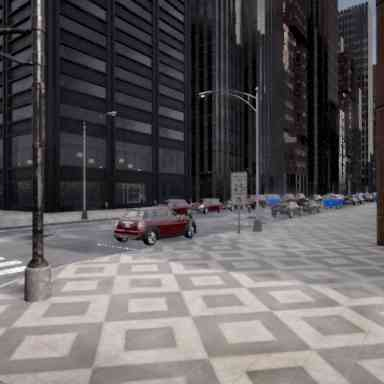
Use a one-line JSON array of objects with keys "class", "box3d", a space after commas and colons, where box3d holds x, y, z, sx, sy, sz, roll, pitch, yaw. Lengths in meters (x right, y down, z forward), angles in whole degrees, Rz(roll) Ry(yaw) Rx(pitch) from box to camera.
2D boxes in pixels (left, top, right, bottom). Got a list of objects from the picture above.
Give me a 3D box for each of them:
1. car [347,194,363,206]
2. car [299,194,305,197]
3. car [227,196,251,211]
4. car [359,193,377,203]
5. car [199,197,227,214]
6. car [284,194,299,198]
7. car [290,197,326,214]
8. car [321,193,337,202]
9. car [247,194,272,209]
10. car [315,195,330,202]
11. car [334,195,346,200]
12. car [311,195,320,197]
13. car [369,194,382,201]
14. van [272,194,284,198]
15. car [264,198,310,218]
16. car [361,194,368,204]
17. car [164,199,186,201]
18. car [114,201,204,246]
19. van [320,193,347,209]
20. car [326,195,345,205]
[{"class": "car", "box3d": [24.695, 1.418, 51.658, 1.947, 1.339, 4.313, 0, 0, 36]}, {"class": "car", "box3d": [17.764, 1.196, 56.623, 2.192, 1.841, 5.009, 0, 0, 36]}, {"class": "car", "box3d": [4.662, 1.477, 38.410, 2.008, 1.369, 4.403, 0, 0, 36]}, {"class": "car", "box3d": [34.522, 1.369, 65.318, 1.887, 1.381, 4.507, 0, 0, 36]}, {"class": "car", "box3d": [1.386, 1.379, 33.856, 1.967, 1.590, 4.097, 0, 0, 36]}, {"class": "car", "box3d": [14.489, 1.207, 52.070, 2.192, 1.841, 5.009, 0, 0, 36]}, {"class": "car", "box3d": [11.593, 1.464, 33.445, 1.947, 1.339, 4.313, 0, 0, 36]}, {"class": "car", "box3d": [30.868, 1.159, 74.838, 2.192, 1.841, 5.009, 0, 0, 36]}, {"class": "car", "box3d": [7.937, 1.229, 42.963, 2.192, 1.841, 5.009, 0, 0, 36]}, {"class": "car", "box3d": [27.593, 1.404, 70.284, 2.008, 1.369, 4.403, 0, 0, 36]}, {"class": "car", "box3d": [37.421, 1.394, 83.945, 1.947, 1.339, 4.313, 0, 0, 36]}, {"class": "car", "box3d": [24.317, 1.302, 65.731, 1.967, 1.590, 4.097, 0, 0, 36]}, {"class": "car", "box3d": [41.073, 1.247, 74.424, 1.967, 1.590, 4.097, 0, 0, 36]}, {"class": "van", "box3d": [11.213, 1.244, 47.516, 1.690, 1.788, 3.998, 0, 0, 36]}, {"class": "car", "box3d": [8.317, 1.461, 28.892, 2.008, 1.369, 4.403, 0, 0, 36]}, {"class": "car", "box3d": [27.971, 1.408, 56.212, 1.947, 1.339, 4.313, 0, 0, 36]}, {"class": "car", "box3d": [-1.890, 1.393, 29.302, 1.967, 1.590, 4.097, 0, 0, 36]}, {"class": "car", "box3d": [-1.510, 1.391, 15.233, 1.967, 1.590, 4.097, 0, 0, 36]}, {"class": "van", "box3d": [18.143, 1.215, 42.552, 1.690, 1.788, 3.998, 0, 0, 36]}, {"class": "car", "box3d": [23.798, 1.335, 54.970, 1.882, 1.535, 5.008, 0, 0, 36]}]
